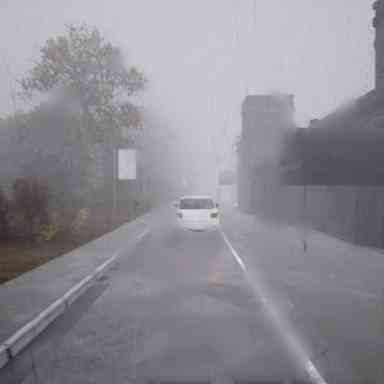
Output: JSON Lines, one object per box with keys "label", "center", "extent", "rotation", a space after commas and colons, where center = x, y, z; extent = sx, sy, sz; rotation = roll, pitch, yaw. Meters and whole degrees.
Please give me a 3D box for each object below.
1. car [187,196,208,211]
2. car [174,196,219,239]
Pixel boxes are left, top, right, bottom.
{"label": "car", "center": [0.634, 1.209, 36.298], "extent": [2.033, 1.411, 5.357], "rotation": [0, 1, 2]}
{"label": "car", "center": [0.239, 1.189, 17.514], "extent": [2.150, 2.045, 5.566], "rotation": [0, 1, 1]}
